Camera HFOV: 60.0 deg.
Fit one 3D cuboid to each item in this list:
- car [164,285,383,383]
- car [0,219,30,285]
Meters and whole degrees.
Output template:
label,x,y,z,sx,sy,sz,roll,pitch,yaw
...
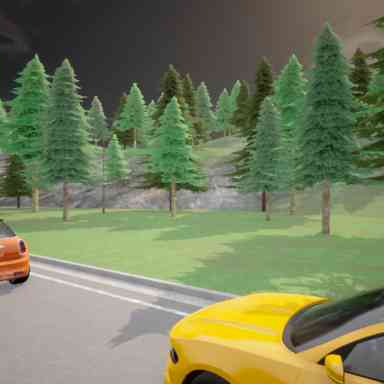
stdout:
label,x,y,z,sx,sy,sz,roll,pitch,yaw
car,2.028,1.478,2.545,5.008,1.535,1.882,0,0,35
car,-6.097,1.352,8.317,4.553,1.767,2.097,0,0,35
